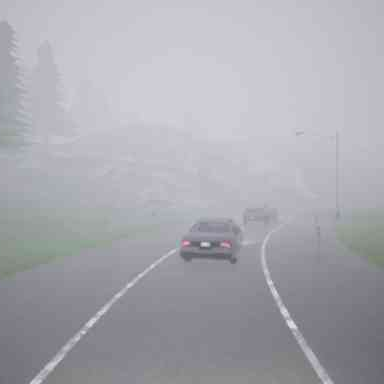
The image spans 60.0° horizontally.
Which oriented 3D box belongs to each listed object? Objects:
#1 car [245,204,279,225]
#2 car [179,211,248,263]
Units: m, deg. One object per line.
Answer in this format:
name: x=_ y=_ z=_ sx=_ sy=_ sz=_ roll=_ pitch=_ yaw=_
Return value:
car: x=5.381 y=1.658 z=25.760 sx=2.128 sy=1.511 sz=4.902 roll=0 pitch=0 yaw=27
car: x=0.898 y=1.669 z=12.591 sx=2.033 sy=1.411 sz=5.357 roll=0 pitch=-1 yaw=11
